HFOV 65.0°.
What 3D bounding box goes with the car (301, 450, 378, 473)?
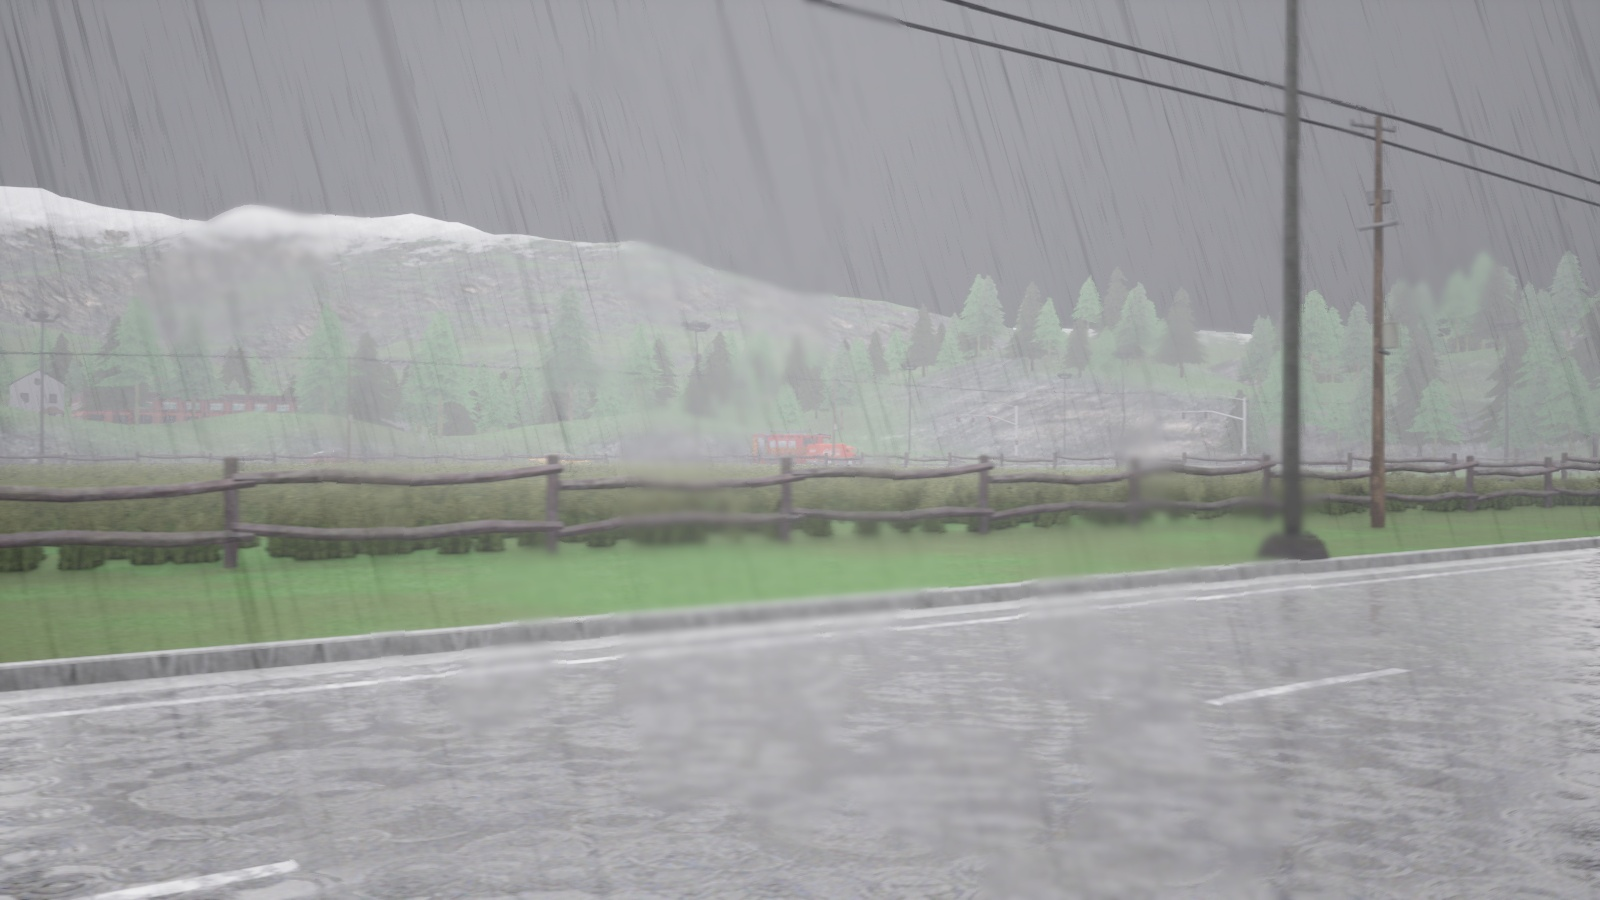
[{"bbox_3d":[-34.194,0.825,93.288,5.027,1.651,2.152,0,0,-35],"label":"car"}]
